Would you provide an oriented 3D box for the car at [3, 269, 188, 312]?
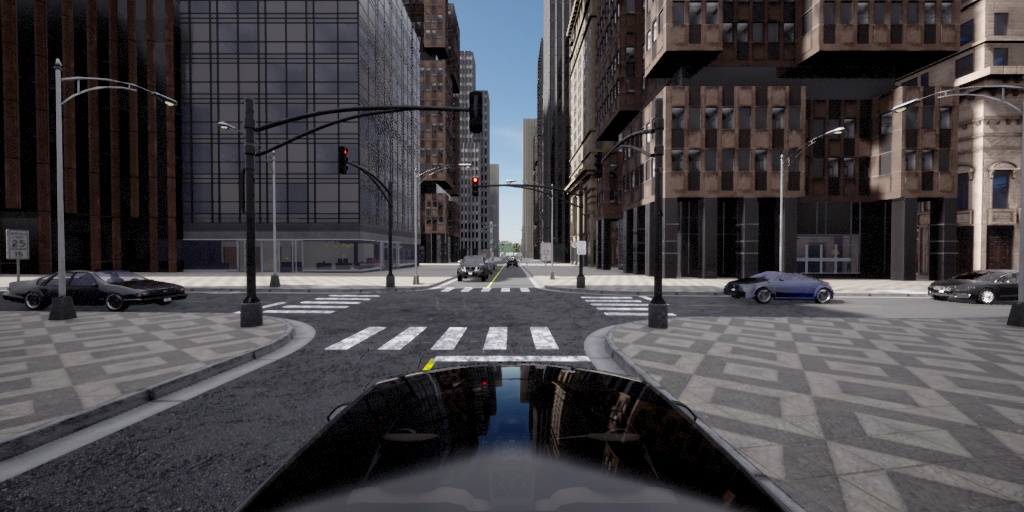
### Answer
[{"bbox_3d":[-15.374,1.202,13.354,5.357,1.411,2.033,1,1,2],"label":"car"}]

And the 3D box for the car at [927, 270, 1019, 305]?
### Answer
[{"bbox_3d":[22.306,1.403,16.609,4.892,1.490,1.837,0,1,0],"label":"car"}]

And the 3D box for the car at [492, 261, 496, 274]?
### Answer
[{"bbox_3d":[-3.116,1.287,39.575,1.994,1.385,4.181,0,0,0],"label":"car"}]

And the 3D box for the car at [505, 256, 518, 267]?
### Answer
[{"bbox_3d":[0.063,1.197,64.352,1.837,1.490,4.892,0,0,0],"label":"car"}]

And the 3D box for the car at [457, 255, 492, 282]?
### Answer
[{"bbox_3d":[-3.117,0.955,29.549,2.150,2.045,5.566,0,0,0],"label":"car"}]

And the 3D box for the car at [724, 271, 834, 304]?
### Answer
[{"bbox_3d":[12.225,1.388,16.585,4.181,1.385,1.994,0,1,0],"label":"car"}]
